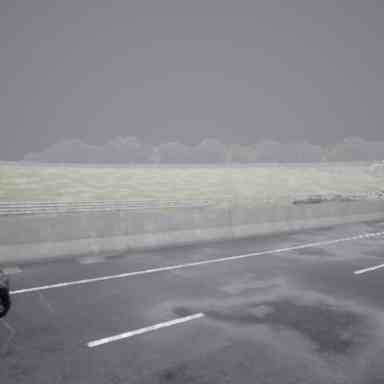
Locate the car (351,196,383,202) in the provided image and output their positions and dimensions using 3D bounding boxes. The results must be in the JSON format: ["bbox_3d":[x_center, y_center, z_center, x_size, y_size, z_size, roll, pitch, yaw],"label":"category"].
[{"bbox_3d":[18.763,1.112,34.178,4.674,1.442,1.812,-1,1,-35],"label":"car"}]

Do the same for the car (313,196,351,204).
[{"bbox_3d":[16.069,1.144,36.567,5.357,1.411,2.033,-1,1,-35],"label":"car"}]

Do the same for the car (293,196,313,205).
[{"bbox_3d":[14.054,1.194,39.426,4.718,1.301,1.895,-1,1,-35],"label":"car"}]

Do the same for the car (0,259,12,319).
[{"bbox_3d":[-5.426,1.216,4.133,5.566,2.045,2.150,0,0,-35],"label":"car"}]
